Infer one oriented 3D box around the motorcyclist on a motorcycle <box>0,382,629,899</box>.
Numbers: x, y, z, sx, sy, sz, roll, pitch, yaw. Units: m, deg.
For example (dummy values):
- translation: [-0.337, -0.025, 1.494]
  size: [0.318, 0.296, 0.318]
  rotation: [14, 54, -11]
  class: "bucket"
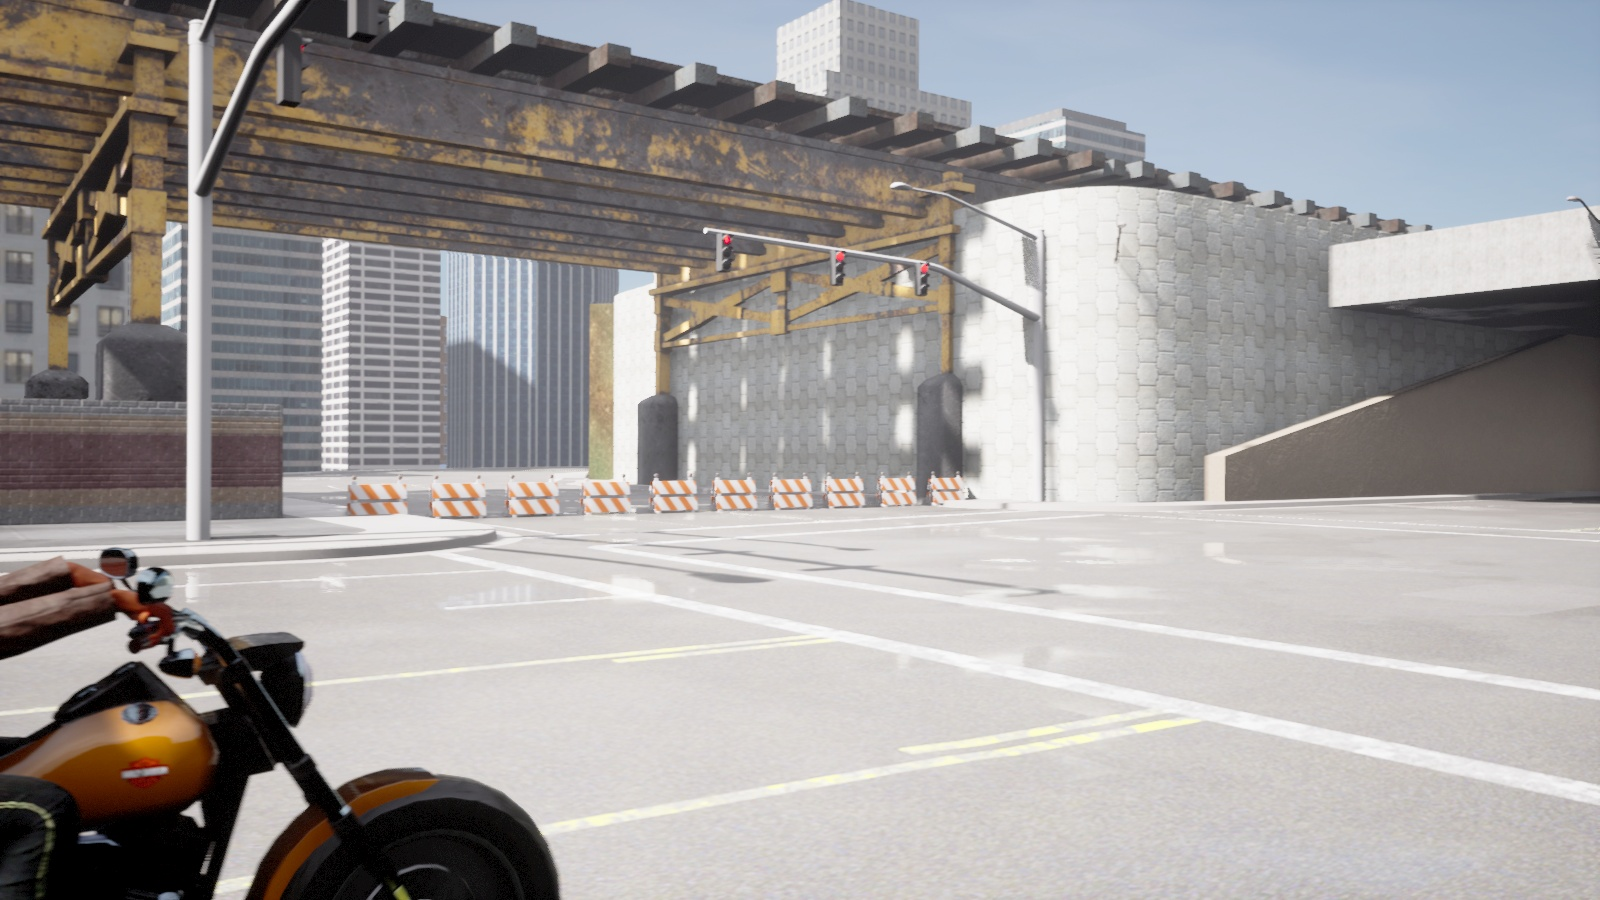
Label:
- translation: [-1.587, 0.705, 2.574]
  size: [2.350, 1.649, 0.766]
  rotation: [0, 0, -34]
  class: "motorcyclist on a motorcycle"
